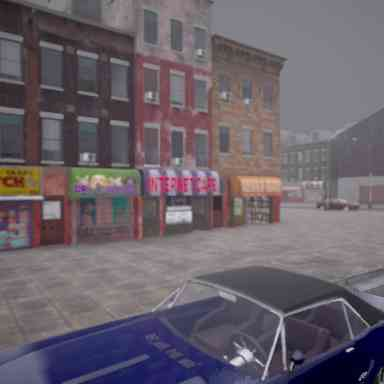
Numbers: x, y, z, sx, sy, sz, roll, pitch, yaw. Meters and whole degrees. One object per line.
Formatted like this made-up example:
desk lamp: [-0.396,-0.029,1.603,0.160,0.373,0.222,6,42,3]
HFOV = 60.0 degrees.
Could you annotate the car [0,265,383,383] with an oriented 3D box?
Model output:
car: [0.467,1.586,3.395,4.718,1.301,1.895,-1,0,-35]

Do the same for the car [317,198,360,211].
car: [15.583,1.329,35.561,1.887,1.381,4.507,-2,0,-35]
